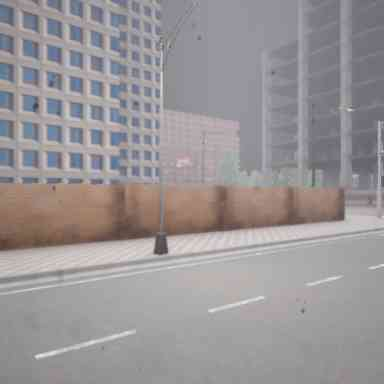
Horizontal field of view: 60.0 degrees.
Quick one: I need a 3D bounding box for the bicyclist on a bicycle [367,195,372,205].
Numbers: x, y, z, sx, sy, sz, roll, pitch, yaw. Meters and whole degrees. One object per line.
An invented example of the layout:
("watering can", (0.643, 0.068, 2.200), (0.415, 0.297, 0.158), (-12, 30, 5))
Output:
("bicyclist on a bicycle", (27.716, 1.296, 51.847), (1.656, 1.620, 0.582), (0, 0, -35))
